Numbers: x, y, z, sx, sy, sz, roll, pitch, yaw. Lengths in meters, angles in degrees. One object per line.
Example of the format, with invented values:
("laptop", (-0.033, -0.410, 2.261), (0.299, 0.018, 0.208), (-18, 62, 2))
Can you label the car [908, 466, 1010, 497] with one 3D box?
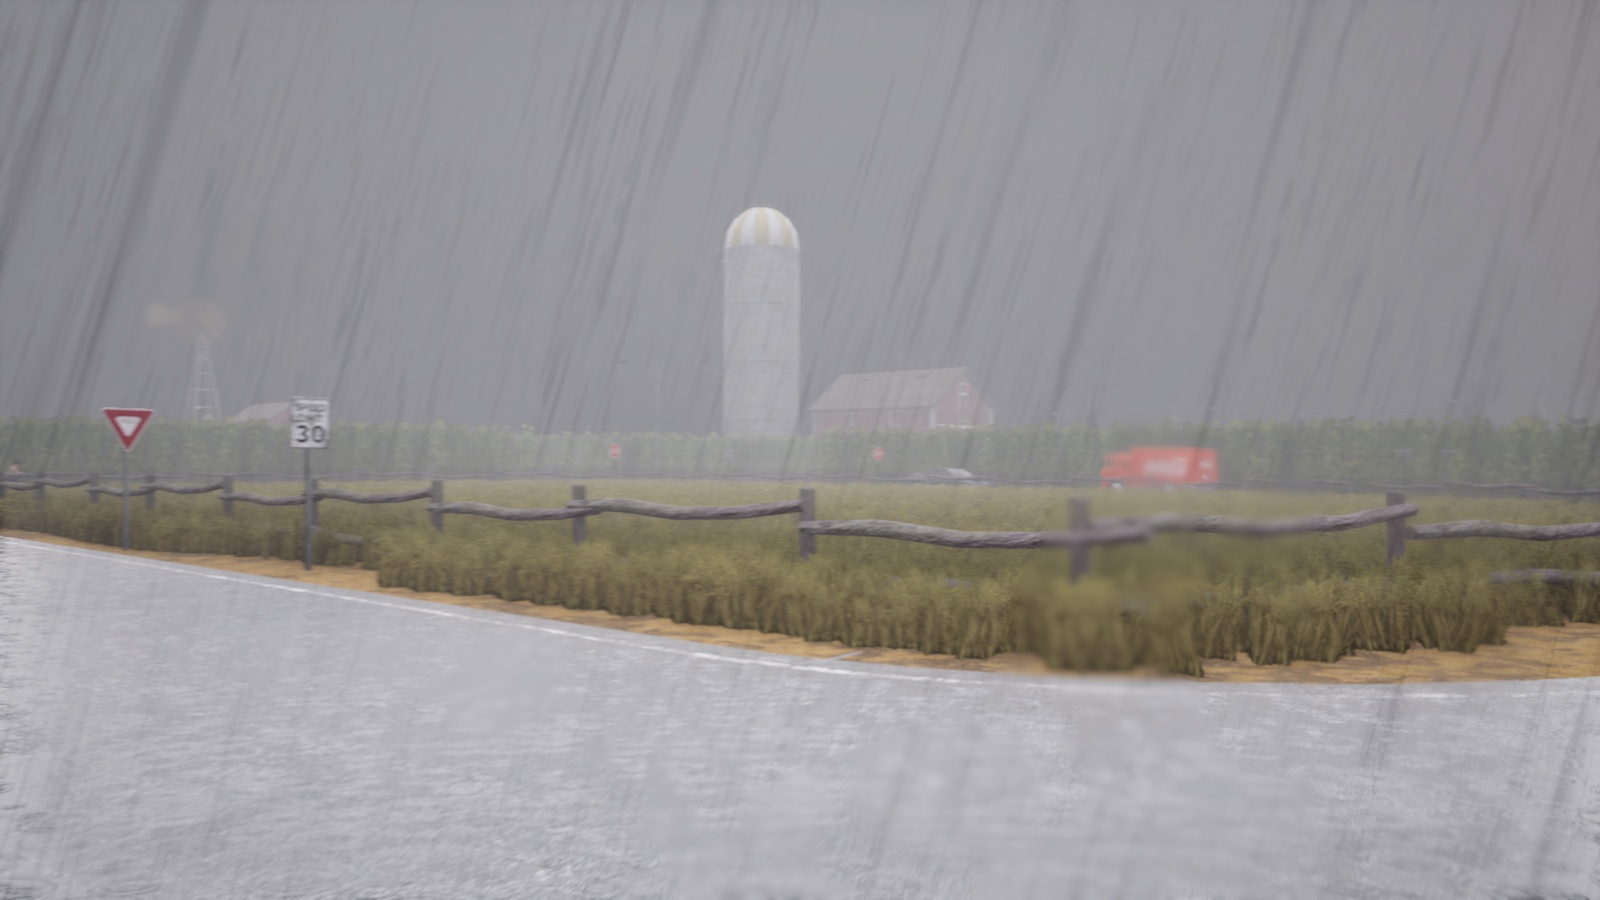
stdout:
("car", (8.015, 1.568, 63.728), (4.792, 1.488, 2.163), (0, -1, 45))

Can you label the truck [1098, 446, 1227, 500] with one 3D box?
("truck", (17.037, 1.062, 59.193), (5.204, 2.467, 2.627), (-1, -1, 45))
